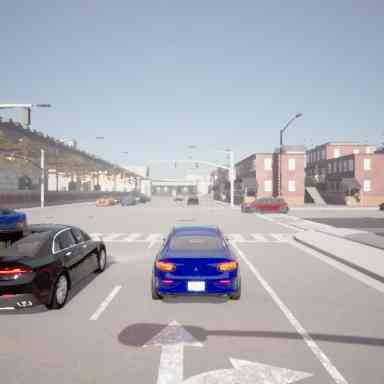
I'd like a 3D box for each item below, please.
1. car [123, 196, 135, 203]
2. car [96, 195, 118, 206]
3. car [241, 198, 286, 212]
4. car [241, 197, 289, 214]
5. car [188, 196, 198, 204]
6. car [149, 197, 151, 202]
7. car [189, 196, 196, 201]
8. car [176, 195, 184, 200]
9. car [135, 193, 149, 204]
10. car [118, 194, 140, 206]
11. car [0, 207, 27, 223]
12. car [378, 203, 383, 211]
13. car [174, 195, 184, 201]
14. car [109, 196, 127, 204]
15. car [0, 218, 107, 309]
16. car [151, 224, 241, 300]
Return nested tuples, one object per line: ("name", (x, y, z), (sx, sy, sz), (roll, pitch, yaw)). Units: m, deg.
("car", (-13.835, 1.524, 72.947), (1.812, 1.442, 4.674), (0, 0, 0))
("car", (-13.956, 1.352, 53.684), (2.097, 1.767, 4.553), (0, 0, 0))
("car", (8.162, 1.506, 38.482), (4.892, 1.490, 1.837), (0, 0, 6))
("car", (7.589, 1.351, 34.373), (4.553, 1.767, 2.097), (0, 0, -3))
("car", (0.226, 1.477, 61.936), (1.882, 1.535, 5.008), (0, 0, 0))
("car", (-10.330, 1.552, 75.119), (1.994, 1.385, 4.181), (0, 0, 0))
("car", (0.198, 1.595, 87.159), (1.895, 1.301, 4.718), (0, 0, 0))
("car", (-3.291, 1.524, 92.199), (1.812, 1.442, 4.674), (0, 0, 0))
("car", (-10.382, 1.221, 65.251), (2.150, 2.045, 5.566), (0, 0, 0))
("car", (-10.450, 1.547, 55.389), (2.033, 1.411, 5.357), (0, 0, 0))
("car", (-10.229, 1.477, 16.348), (1.882, 1.535, 5.008), (0, 0, 6))
("car", (24.008, 1.505, 38.064), (4.892, 1.490, 1.837), (0, 0, 0))
("car", (-3.314, 1.595, 82.153), (1.895, 1.301, 4.718), (0, 0, 0))
("car", (-13.907, 1.491, 62.733), (2.128, 1.511, 4.902), (0, 0, 1))
("car", (-3.411, 1.505, 7.831), (1.837, 1.490, 4.892), (0, 0, 0))
("car", (0.096, 1.526, 8.286), (1.812, 1.442, 4.674), (0, 0, 0))
